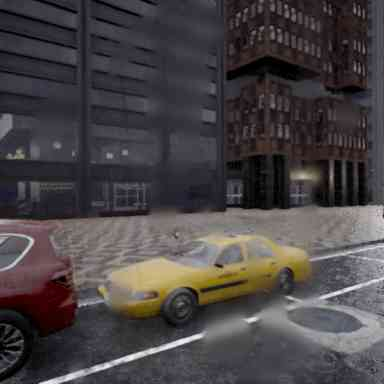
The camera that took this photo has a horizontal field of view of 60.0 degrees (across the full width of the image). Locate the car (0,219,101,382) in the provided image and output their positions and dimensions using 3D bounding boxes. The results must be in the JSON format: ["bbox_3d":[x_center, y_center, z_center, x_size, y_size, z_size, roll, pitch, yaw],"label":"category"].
[{"bbox_3d":[-3.917,1.315,3.859,5.009,1.841,2.192,0,0,-36],"label":"car"}]

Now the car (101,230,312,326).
[{"bbox_3d":[0.537,1.527,7.036,4.829,1.417,1.752,0,0,-36],"label":"car"}]
